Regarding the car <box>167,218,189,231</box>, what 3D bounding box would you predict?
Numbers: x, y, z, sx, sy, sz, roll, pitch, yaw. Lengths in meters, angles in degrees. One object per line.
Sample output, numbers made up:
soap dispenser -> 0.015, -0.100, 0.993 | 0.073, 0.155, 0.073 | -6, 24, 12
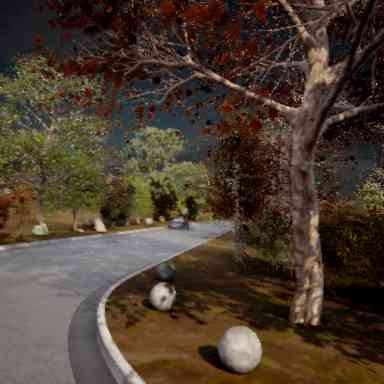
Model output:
car -> -1.610, 3.985, 41.673 | 1.812, 1.442, 4.674 | 2, -3, 12
